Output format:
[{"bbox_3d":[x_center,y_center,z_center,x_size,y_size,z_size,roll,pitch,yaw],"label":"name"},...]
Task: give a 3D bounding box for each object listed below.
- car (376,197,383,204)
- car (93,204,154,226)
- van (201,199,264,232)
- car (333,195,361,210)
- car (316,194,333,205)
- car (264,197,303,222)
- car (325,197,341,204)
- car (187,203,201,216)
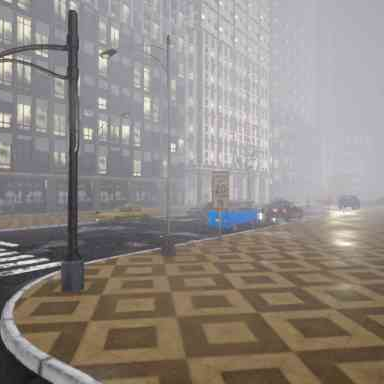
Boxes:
[{"bbox_3d":[38.034,1.658,66.620,1.947,1.339,4.313,0,0,38],"label":"car"},{"bbox_3d":[-4.822,1.540,23.987,1.752,1.417,4.829,0,0,38],"label":"car"},{"bbox_3d":[2.571,1.368,20.280,1.690,1.788,3.998,0,0,38],"label":"van"},{"bbox_3d":[21.086,1.368,44.562,2.192,1.841,5.009,0,0,38],"label":"car"},{"bbox_3d":[25.007,1.380,62.599,2.192,1.841,5.009,0,0,38],"label":"car"},{"bbox_3d":[7.527,1.472,26.914,1.967,1.590,4.097,0,0,38],"label":"car"},{"bbox_3d":[28.397,1.624,67.011,2.008,1.369,4.403,0,0,38],"label":"car"},{"bbox_3d":[1.279,1.604,31.715,1.802,1.307,4.206,0,0,38],"label":"car"}]
